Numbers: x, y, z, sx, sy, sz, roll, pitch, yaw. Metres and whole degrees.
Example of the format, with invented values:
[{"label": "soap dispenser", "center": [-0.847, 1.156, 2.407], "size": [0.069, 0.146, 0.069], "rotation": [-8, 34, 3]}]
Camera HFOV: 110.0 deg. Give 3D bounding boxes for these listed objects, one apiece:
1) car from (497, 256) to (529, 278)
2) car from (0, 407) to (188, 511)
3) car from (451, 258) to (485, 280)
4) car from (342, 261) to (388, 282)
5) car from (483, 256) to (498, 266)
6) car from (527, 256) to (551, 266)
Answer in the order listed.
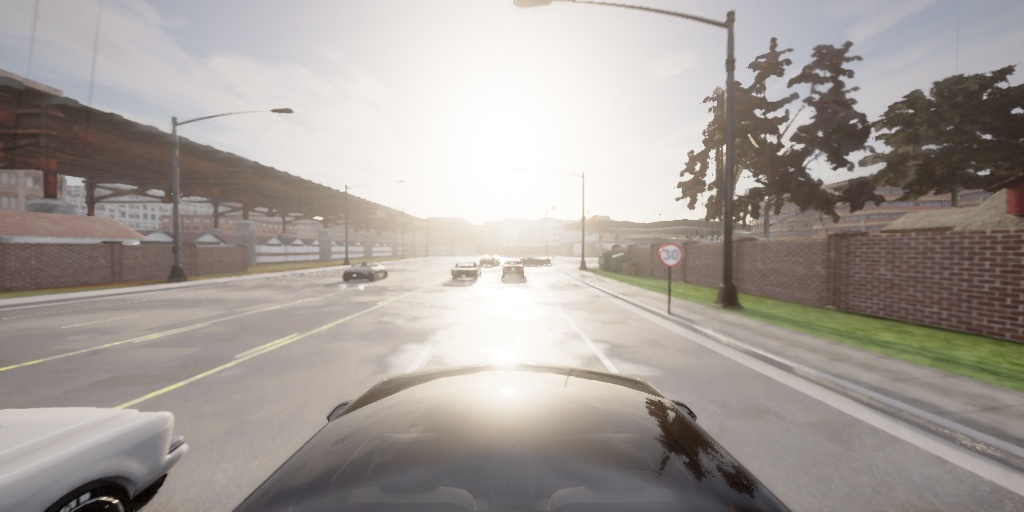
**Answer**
[{"label": "car", "center": [0.098, 0.987, 29.792], "size": [2.033, 1.411, 5.357], "rotation": [0, 1, 0]}, {"label": "car", "center": [-3.400, 1.351, 0.543], "size": [1.895, 1.301, 4.718], "rotation": [0, 0, 0]}, {"label": "car", "center": [-3.401, 1.084, 27.581], "size": [1.895, 1.301, 4.718], "rotation": [0, 1, 0]}, {"label": "car", "center": [-10.503, 1.081, 25.910], "size": [1.994, 1.385, 4.181], "rotation": [0, 1, 0]}, {"label": "car", "center": [-2.866, 0.670, 48.169], "size": [1.895, 1.301, 4.718], "rotation": [0, 1, 13]}, {"label": "car", "center": [2.963, 0.662, 48.567], "size": [4.718, 1.301, 1.895], "rotation": [-1, 1, -32]}]
